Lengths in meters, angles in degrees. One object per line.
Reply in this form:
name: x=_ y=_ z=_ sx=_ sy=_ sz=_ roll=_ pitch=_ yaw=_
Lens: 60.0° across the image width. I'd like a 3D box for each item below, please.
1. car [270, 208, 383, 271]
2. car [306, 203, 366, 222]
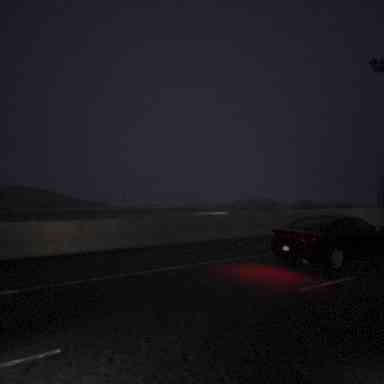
car: x=4.811 y=1.479 z=10.954 sx=5.008 sy=1.535 sz=1.882 roll=0 pitch=0 yaw=-32
car: x=11.802 y=1.604 z=27.215 sx=4.718 sy=1.301 sz=1.895 roll=0 pitch=0 yaw=-27
